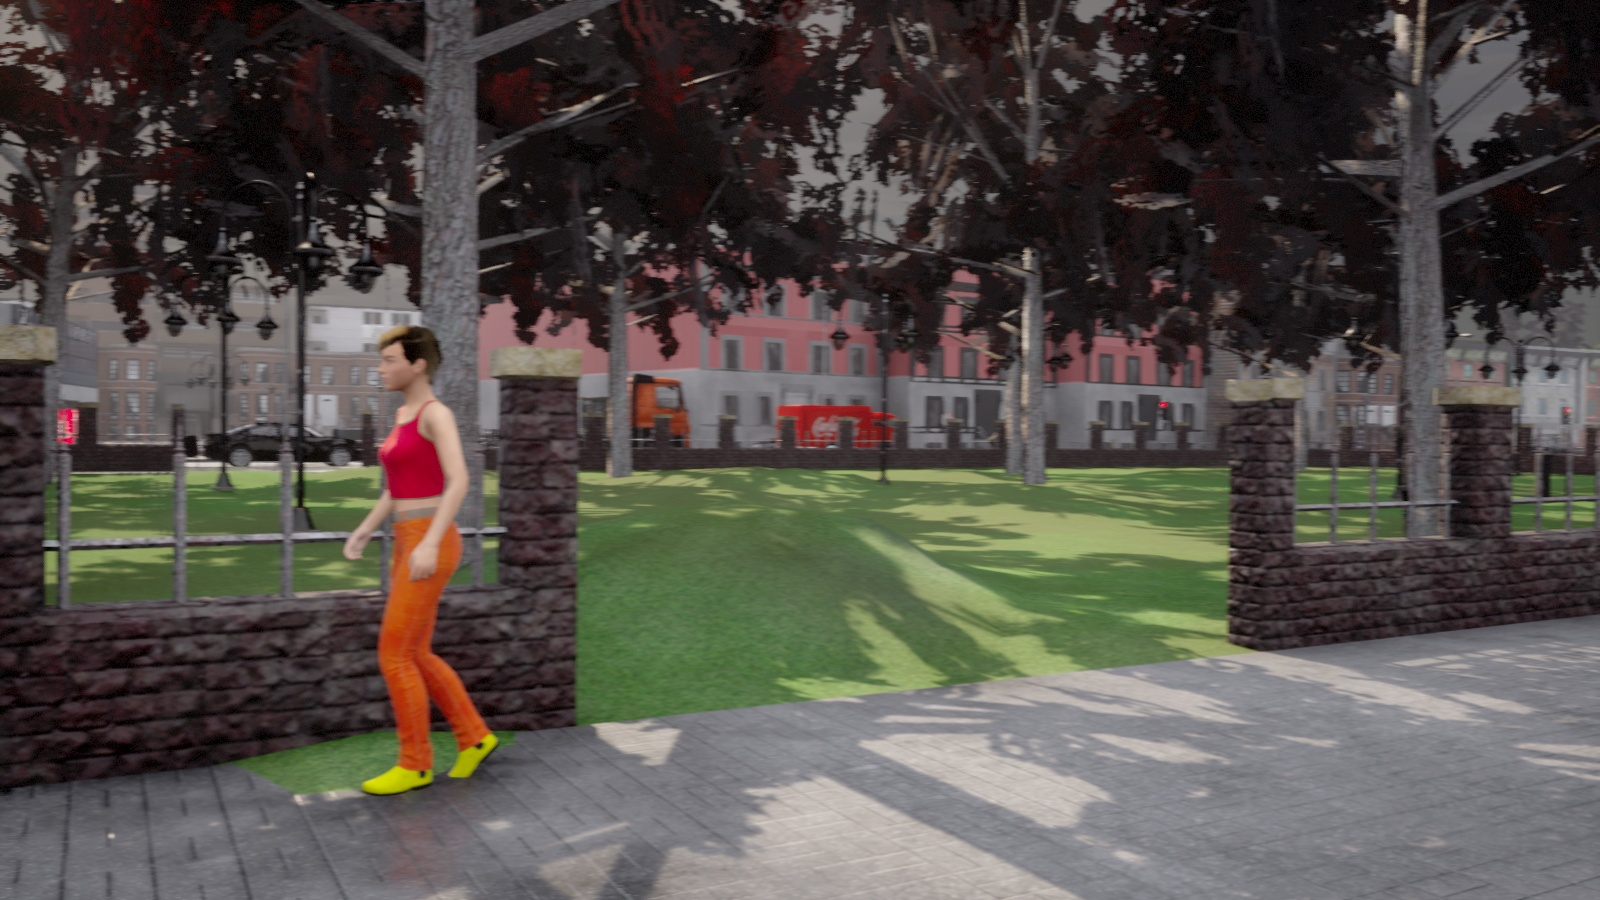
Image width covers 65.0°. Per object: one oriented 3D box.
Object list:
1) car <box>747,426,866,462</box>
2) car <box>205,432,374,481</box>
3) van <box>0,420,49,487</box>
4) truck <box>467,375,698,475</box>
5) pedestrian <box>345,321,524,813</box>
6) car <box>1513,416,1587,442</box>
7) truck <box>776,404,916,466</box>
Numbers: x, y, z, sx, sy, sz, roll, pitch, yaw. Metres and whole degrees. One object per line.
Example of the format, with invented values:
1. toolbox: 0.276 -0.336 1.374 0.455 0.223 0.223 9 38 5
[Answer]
1. car: 0.314 -0.274 56.122 4.902 1.511 2.128 -1 1 -29
2. car: -17.035 0.178 41.974 5.008 1.535 1.882 -1 1 -29
3. van: -25.072 0.114 37.532 4.442 1.987 1.775 -1 1 -29
4. truck: -8.055 -0.961 46.920 7.936 3.462 2.891 -1 1 -29
5. pedestrian: -1.444 0.430 4.970 0.594 1.836 0.345 -1 1 -29
6. car: 49.856 -1.378 83.473 4.611 1.667 2.242 -1 1 -29
7. truck: 1.937 -0.666 52.443 5.204 2.467 2.627 -1 1 -29
